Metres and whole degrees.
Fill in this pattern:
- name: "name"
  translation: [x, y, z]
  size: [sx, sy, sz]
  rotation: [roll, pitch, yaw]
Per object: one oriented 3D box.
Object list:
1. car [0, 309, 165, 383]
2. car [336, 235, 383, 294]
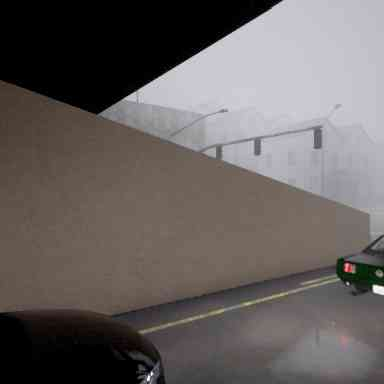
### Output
- name: "car"
  translation: [-2.449, 1.491, 2.012]
  size: [4.902, 1.511, 2.128]
  rotation: [0, 0, -35]
- name: "car"
  translation: [5.459, 1.604, 7.664]
  size: [4.718, 1.301, 1.895]
  rotation: [0, 0, -35]
